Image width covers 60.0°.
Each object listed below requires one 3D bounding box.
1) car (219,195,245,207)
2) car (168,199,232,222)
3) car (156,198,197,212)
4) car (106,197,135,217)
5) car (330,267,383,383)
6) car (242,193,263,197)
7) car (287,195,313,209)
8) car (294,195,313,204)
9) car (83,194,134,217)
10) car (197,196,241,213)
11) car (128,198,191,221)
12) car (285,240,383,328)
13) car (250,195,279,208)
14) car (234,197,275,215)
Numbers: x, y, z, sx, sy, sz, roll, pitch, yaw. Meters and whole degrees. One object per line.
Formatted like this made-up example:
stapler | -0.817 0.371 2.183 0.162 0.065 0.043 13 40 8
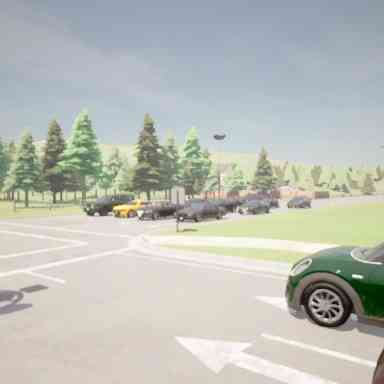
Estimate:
car | 6.239 1.358 51.580 2.097 1.767 4.553 0 0 36
car | 0.791 1.551 26.437 2.033 1.411 5.357 0 0 36
car | -1.795 1.553 40.657 2.033 1.411 5.357 0 0 36
car | -4.985 1.483 30.397 1.882 1.535 5.008 0 0 36
car | 3.178 1.563 1.722 4.181 1.385 1.994 0 0 36
car | 8.874 1.228 49.265 2.150 2.045 5.566 0 0 36
car | 14.543 1.355 45.149 2.097 1.767 4.553 0 0 36
car | 19.364 1.334 57.488 1.812 1.442 4.674 0 0 36
car | -7.817 1.227 32.453 2.150 2.045 5.566 0 0 36
car | 2.967 1.482 35.316 1.882 1.535 5.008 0 0 36
car | -2.596 1.496 27.738 2.128 1.511 4.902 0 0 36
car | 3.935 1.353 5.483 4.553 1.767 2.097 0 0 36
car | 10.273 1.496 45.263 2.128 1.511 4.902 0 0 36
car | 6.474 1.529 34.160 1.812 1.442 4.674 0 0 36
